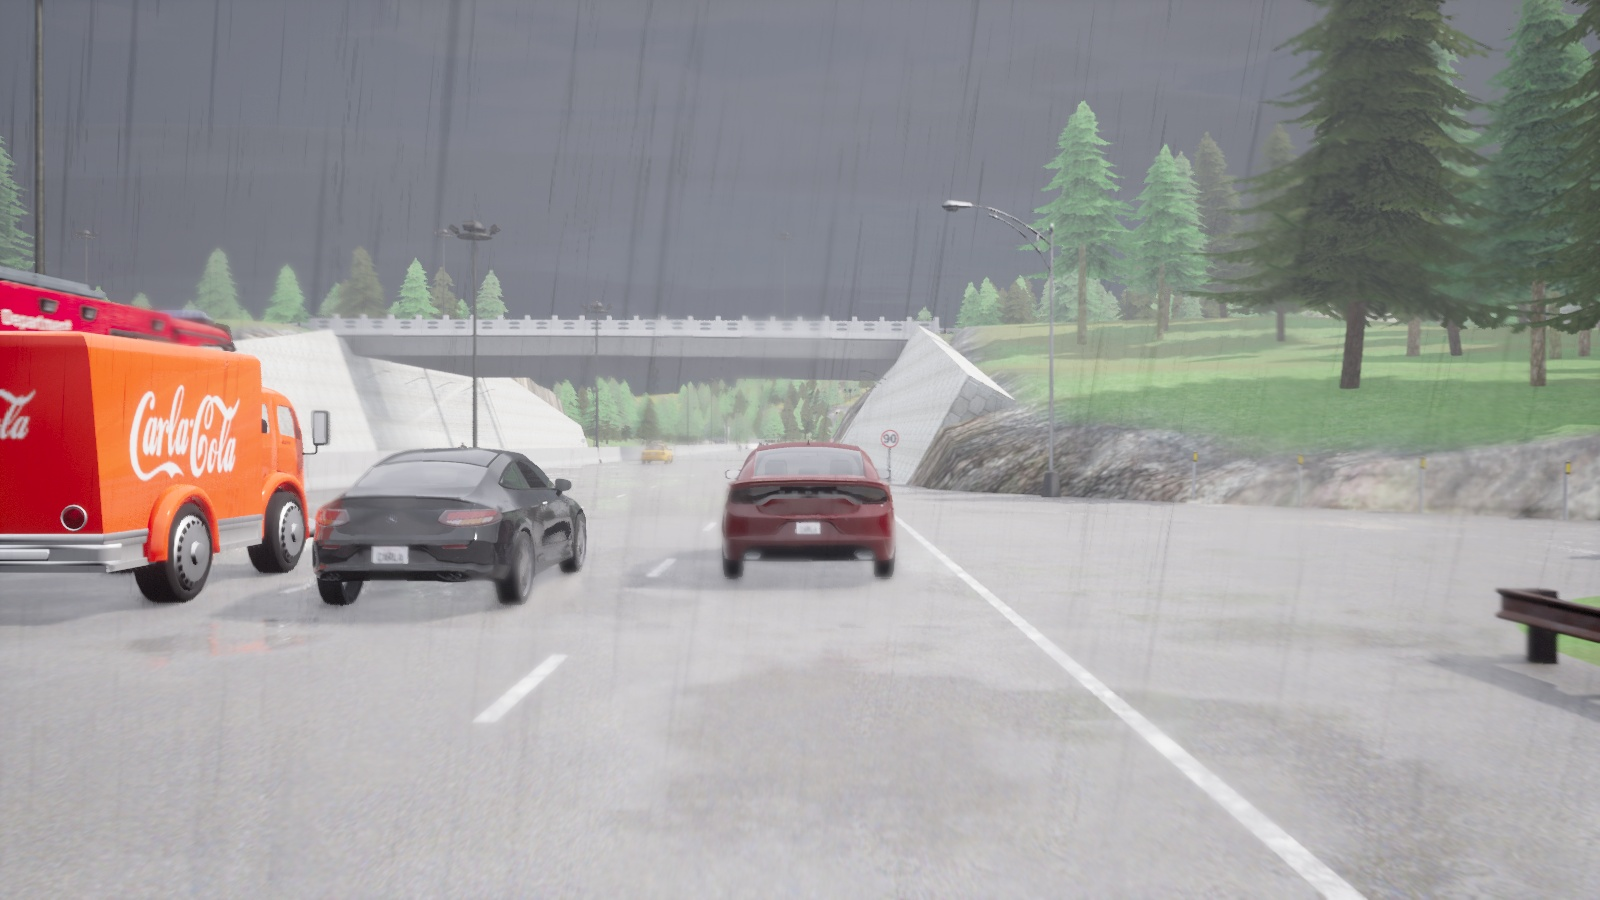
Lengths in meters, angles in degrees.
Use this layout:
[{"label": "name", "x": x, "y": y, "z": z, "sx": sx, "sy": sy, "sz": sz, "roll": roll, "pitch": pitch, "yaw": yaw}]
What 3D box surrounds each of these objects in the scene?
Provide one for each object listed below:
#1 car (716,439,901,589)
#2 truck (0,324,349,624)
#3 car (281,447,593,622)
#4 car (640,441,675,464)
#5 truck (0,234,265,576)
[{"label": "car", "x": 0.103, "y": 0.638, "z": 15.310, "sx": 1.882, "sy": 1.535, "sz": 5.008, "roll": 0, "pitch": 0, "yaw": 0}, {"label": "truck", "x": -6.911, "y": 0.181, "z": 12.954, "sx": 2.627, "sy": 2.467, "sz": 5.204, "roll": 0, "pitch": 0, "yaw": 0}, {"label": "car", "x": -3.412, "y": 0.697, "z": 12.812, "sx": 1.812, "sy": 1.442, "sz": 4.674, "roll": 0, "pitch": 0, "yaw": 0}, {"label": "car", "x": -9.983, "y": 0.181, "z": 88.064, "sx": 1.801, "sy": 1.575, "sz": 5.366, "roll": 0, "pitch": 0, "yaw": 0}, {"label": "truck", "x": -10.389, "y": -0.521, "z": 16.708, "sx": 2.891, "sy": 3.827, "sz": 8.468, "roll": 0, "pitch": 0, "yaw": 0}]
